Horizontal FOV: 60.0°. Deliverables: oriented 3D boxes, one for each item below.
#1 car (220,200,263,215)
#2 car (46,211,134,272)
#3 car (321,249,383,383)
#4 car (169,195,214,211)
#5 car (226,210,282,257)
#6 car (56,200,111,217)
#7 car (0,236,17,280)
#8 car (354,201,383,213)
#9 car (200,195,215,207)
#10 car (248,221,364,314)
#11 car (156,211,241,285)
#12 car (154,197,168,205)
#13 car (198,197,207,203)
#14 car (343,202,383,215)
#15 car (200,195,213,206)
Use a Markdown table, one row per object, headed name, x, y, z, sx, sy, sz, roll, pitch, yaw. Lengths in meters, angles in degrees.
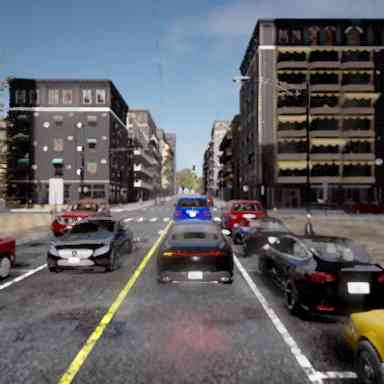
| name | x | y | z | sx | sy | sz | roll | pitch | yaw |
| --- | --- | --- | --- | --- | --- | --- | --- | --- | --- |
| car | 2.710 | 1.367 | 18.316 | 2.192 | 1.841 | 5.009 | 1 | 0 | 0 |
| car | -3.103 | 1.557 | 11.086 | 1.812 | 1.442 | 4.674 | 0 | 0 | 0 |
| car | 2.699 | 1.532 | 2.170 | 1.752 | 1.417 | 4.829 | 1 | 0 | 0 |
| car | 0.022 | 1.278 | 19.948 | 2.150 | 2.045 | 5.566 | 0 | 0 | 0 |
| car | 2.655 | 1.602 | 12.879 | 1.947 | 1.339 | 4.313 | 1 | 0 | 0 |
| car | -5.816 | 1.367 | 18.275 | 2.192 | 1.841 | 5.009 | 1 | 0 | 0 |
| car | -5.703 | 1.566 | 7.387 | 1.887 | 1.381 | 4.507 | 1 | 0 | 0 |
| car | 22.633 | 1.843 | 41.148 | 4.313 | 1.339 | 1.947 | 0 | -1 | 0 |
| car | 2.611 | 1.476 | 56.390 | 2.192 | 1.841 | 5.009 | 1 | 0 | 0 |
| car | 2.677 | 1.587 | 7.440 | 1.947 | 1.339 | 4.313 | 1 | 0 | 0 |
| car | 0.066 | 1.533 | 9.524 | 1.837 | 1.490 | 4.892 | 0 | 0 | 0 |
| car | -6.049 | 1.728 | 61.989 | 2.008 | 1.369 | 4.403 | 1 | 0 | 0 |
| car | 2.384 | 1.794 | 79.173 | 1.947 | 1.339 | 4.313 | 1 | 0 | 0 |
| car | 17.153 | 1.661 | 32.735 | 4.206 | 1.307 | 1.802 | 0 | -1 | 0 |
| car | 2.579 | 1.493 | 62.090 | 2.192 | 1.841 | 5.009 | 1 | 0 | 0 |
